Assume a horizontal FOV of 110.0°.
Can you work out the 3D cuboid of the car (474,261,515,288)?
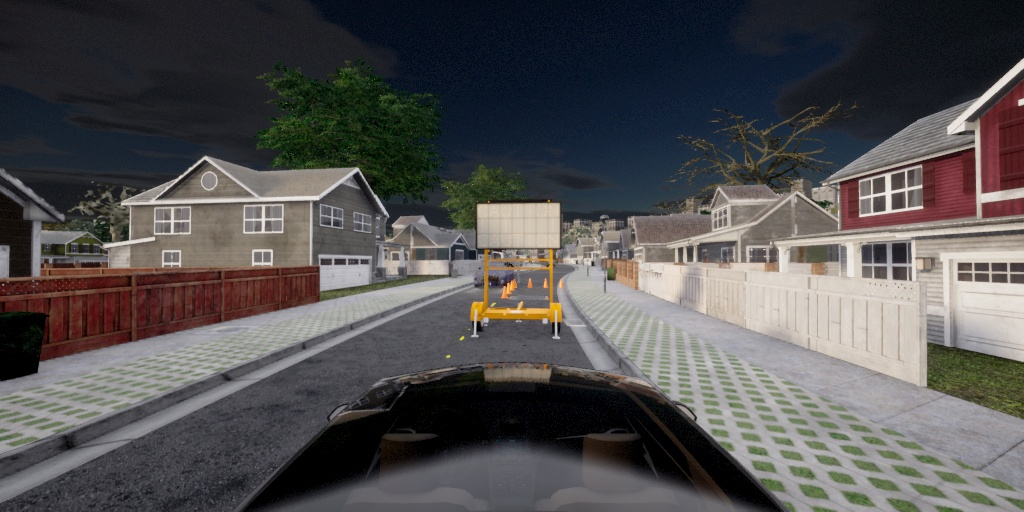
[{"bbox_3d":[-1.113,1.133,24.039,2.097,1.767,4.553,0,0,8],"label":"car"}]

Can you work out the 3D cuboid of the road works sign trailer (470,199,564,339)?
[{"bbox_3d":[0.196,0.220,10.165,2.380,3.560,2.880,0,0,5],"label":"road works sign trailer"}]
